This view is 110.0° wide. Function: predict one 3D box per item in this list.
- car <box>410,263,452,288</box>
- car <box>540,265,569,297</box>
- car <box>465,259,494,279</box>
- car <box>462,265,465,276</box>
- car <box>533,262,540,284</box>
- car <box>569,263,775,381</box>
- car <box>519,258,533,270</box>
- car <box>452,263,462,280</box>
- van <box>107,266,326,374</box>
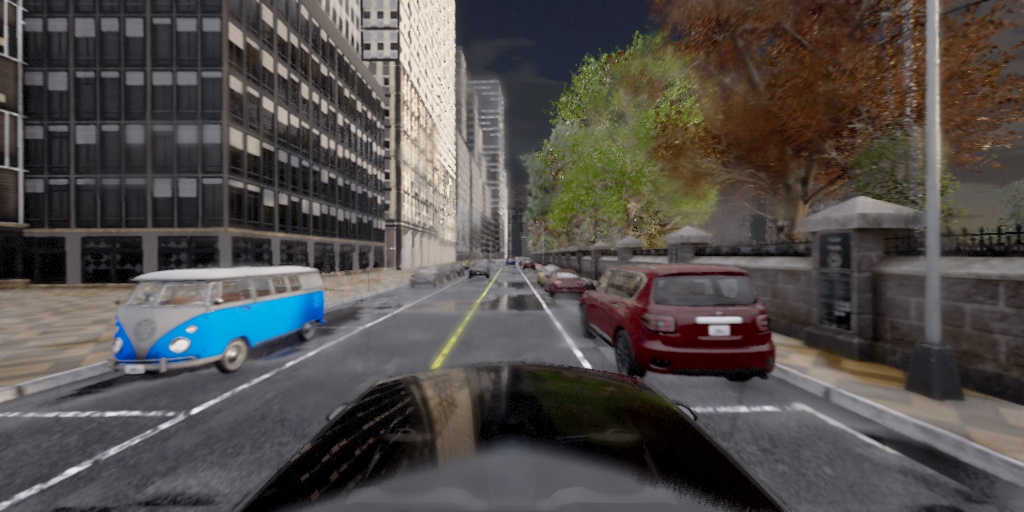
[{"bbox_3d":[-5.577,1.328,24.182,2.007,1.370,4.403,0,0,0],"label":"car"},{"bbox_3d":[2.628,1.317,18.308,1.802,1.307,4.207,0,0,0],"label":"car"},{"bbox_3d":[-2.926,1.270,33.323,1.837,1.490,4.892,0,0,0],"label":"car"},{"bbox_3d":[-5.643,1.344,35.436,1.948,1.339,4.313,0,0,0],"label":"car"},{"bbox_3d":[2.594,1.261,24.103,1.751,1.417,4.829,0,0,0],"label":"car"},{"bbox_3d":[2.694,1.050,7.058,2.192,1.841,5.009,0,0,0],"label":"car"},{"bbox_3d":[2.429,1.285,52.061,1.888,1.381,4.507,0,0,0],"label":"car"},{"bbox_3d":[-5.610,1.344,29.809,1.948,1.339,4.313,0,0,0],"label":"car"},{"bbox_3d":[-5.478,1.118,7.299,1.690,1.789,3.998,0,0,0],"label":"van"}]
